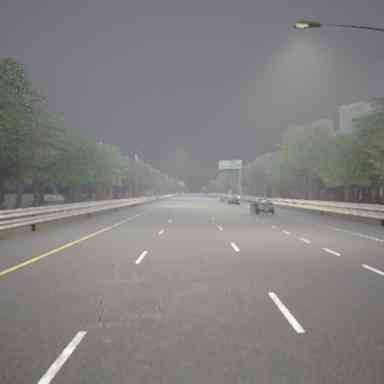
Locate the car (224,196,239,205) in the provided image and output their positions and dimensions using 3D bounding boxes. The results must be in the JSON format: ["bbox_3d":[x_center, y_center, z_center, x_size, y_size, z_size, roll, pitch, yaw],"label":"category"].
[{"bbox_3d":[7.194,1.579,58.610,1.837,1.490,4.892,0,0,0],"label":"car"}]

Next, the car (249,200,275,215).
[{"bbox_3d":[7.067,1.510,33.870,2.128,1.511,4.902,0,0,0],"label":"car"}]

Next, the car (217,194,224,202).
[{"bbox_3d":[7.323,1.562,75.901,2.128,1.511,4.902,0,0,0],"label":"car"}]
